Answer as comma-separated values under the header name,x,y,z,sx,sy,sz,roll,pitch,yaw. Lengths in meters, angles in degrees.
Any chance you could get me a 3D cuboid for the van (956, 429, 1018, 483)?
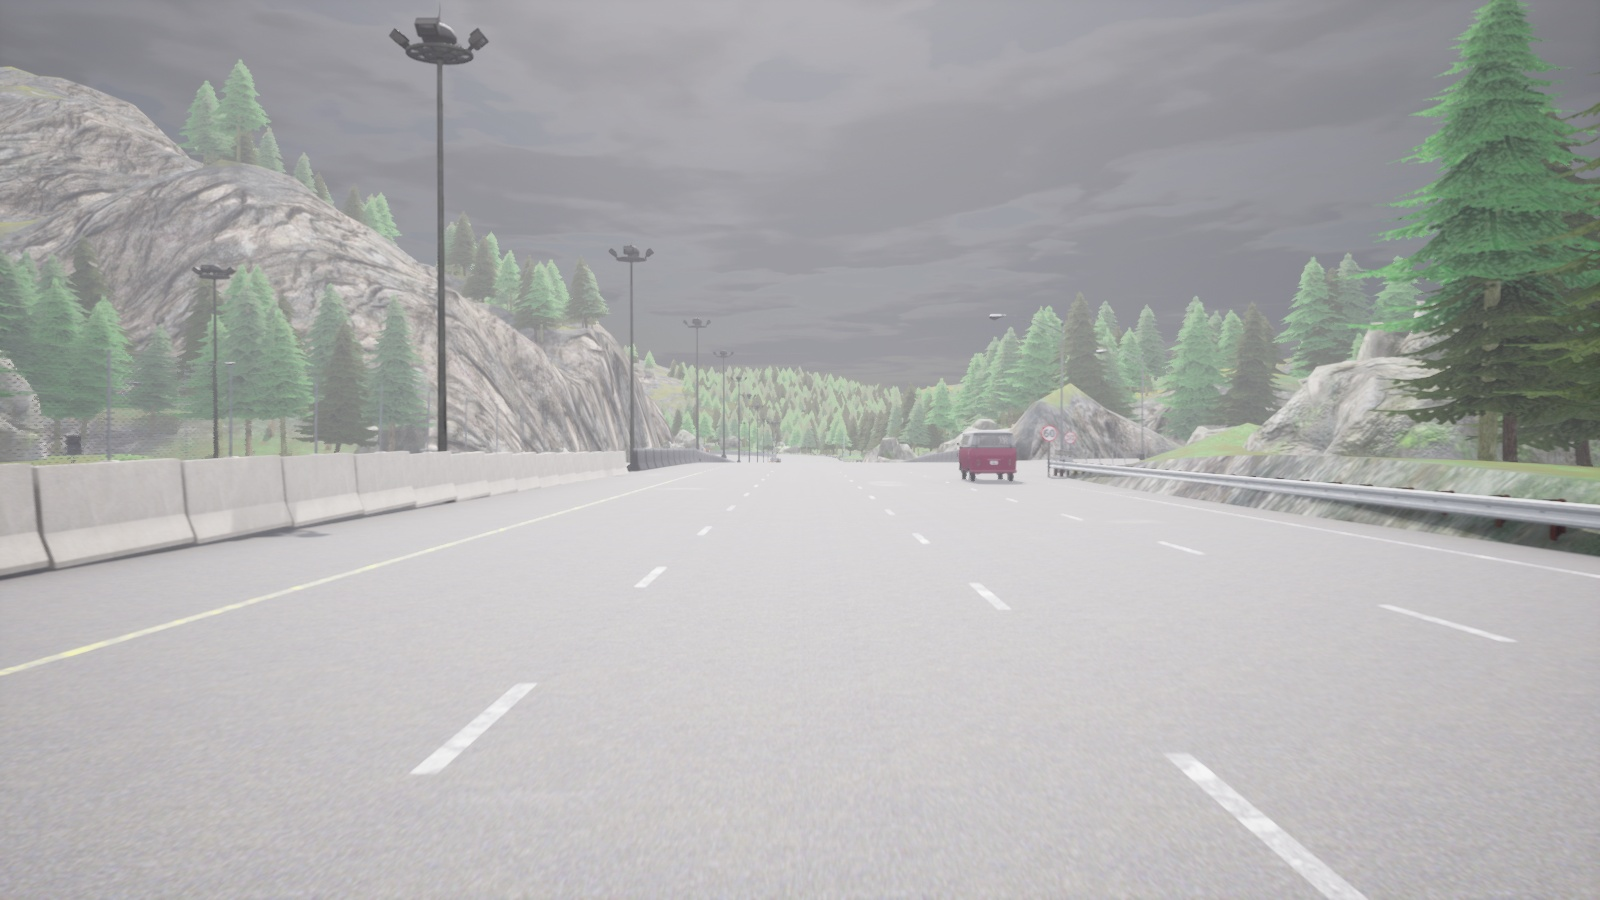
name,x,y,z,sx,sy,sz,roll,pitch,yaw
van,7.253,0.212,49.032,1.775,1.987,4.442,0,0,0
